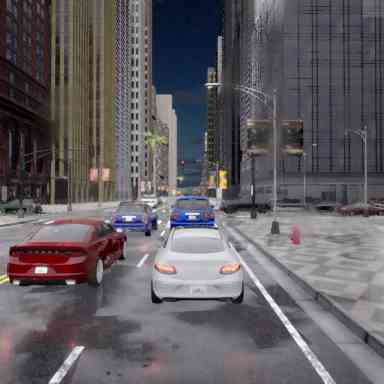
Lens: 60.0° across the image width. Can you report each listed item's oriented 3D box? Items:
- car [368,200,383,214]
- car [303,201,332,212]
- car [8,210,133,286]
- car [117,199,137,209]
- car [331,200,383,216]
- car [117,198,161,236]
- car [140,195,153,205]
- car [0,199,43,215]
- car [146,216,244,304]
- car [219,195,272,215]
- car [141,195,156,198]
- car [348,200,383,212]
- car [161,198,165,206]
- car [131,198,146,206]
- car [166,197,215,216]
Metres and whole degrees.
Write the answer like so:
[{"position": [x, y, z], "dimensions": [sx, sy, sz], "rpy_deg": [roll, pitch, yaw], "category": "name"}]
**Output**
[{"position": [21.688, 1.606, 36.013], "dimensions": [4.181, 1.385, 1.994], "rpy_deg": [0, -1, -1], "category": "car"}, {"position": [15.216, 1.662, 38.674], "dimensions": [4.313, 1.339, 1.947], "rpy_deg": [0, 0, -1], "category": "car"}, {"position": [-3.144, 1.489, 9.432], "dimensions": [1.882, 1.535, 5.008], "rpy_deg": [0, 0, 0], "category": "car"}, {"position": [-9.806, 1.778, 50.918], "dimensions": [2.033, 1.411, 5.357], "rpy_deg": [0, 0, 0], "category": "car"}, {"position": [15.339, 1.577, 30.151], "dimensions": [4.206, 1.307, 1.802], "rpy_deg": [0, 0, -1], "category": "car"}, {"position": [-3.135, 1.391, 18.659], "dimensions": [2.097, 1.767, 4.553], "rpy_deg": [0, 0, 0], "category": "car"}, {"position": [-9.691, 1.609, 71.401], "dimensions": [2.150, 2.045, 5.566], "rpy_deg": [0, 0, 0], "category": "car"}, {"position": [-18.455, 1.549, 35.421], "dimensions": [4.553, 1.767, 2.097], "rpy_deg": [0, -1, 0], "category": "car"}, {"position": [0.105, 1.534, 8.060], "dimensions": [1.812, 1.442, 4.674], "rpy_deg": [0, 0, 0], "category": "car"}, {"position": [5.695, 1.316, 35.460], "dimensions": [5.566, 2.045, 2.150], "rpy_deg": [0, -1, -6], "category": "car"}, {"position": [-6.557, 1.452, 50.959], "dimensions": [2.150, 2.045, 5.566], "rpy_deg": [0, 0, 0], "category": "car"}, {"position": [20.856, 1.643, 38.757], "dimensions": [4.313, 1.339, 1.947], "rpy_deg": [0, 0, -1], "category": "car"}, {"position": [-6.520, 1.805, 60.671], "dimensions": [1.837, 1.490, 4.892], "rpy_deg": [0, 0, 1], "category": "car"}, {"position": [-9.769, 1.827, 60.827], "dimensions": [1.812, 1.442, 4.674], "rpy_deg": [0, 0, 1], "category": "car"}, {"position": [0.041, 1.257, 17.762], "dimensions": [2.150, 2.045, 5.566], "rpy_deg": [0, 0, 1], "category": "car"}]
